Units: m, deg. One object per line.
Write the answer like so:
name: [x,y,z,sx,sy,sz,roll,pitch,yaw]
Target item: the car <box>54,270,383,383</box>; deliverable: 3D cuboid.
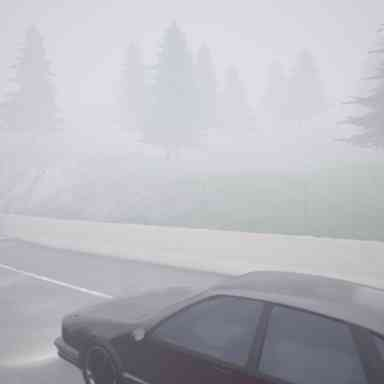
car: [0.857,1.585,3.365,5.357,1.411,2.033,-1,-1,36]
